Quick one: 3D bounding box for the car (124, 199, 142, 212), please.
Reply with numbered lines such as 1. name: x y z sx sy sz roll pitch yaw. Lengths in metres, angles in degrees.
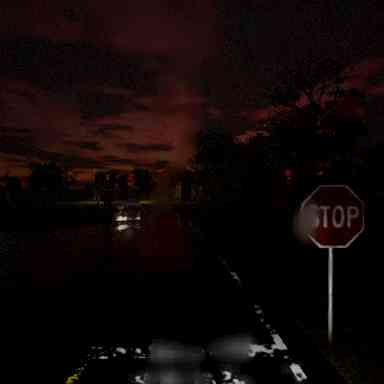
1. car: -7.135 1.520 39.555 1.812 1.442 4.674 0 0 -12
